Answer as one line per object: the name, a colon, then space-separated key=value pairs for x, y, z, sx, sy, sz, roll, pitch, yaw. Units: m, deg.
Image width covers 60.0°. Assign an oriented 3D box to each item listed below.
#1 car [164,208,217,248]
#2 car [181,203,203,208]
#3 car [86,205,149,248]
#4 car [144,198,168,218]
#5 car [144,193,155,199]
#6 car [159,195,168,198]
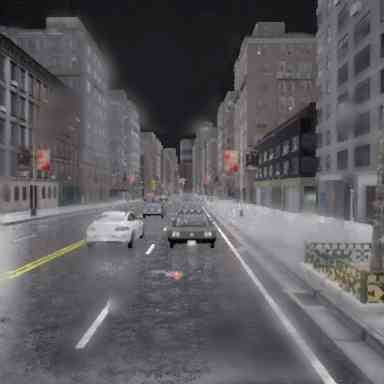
car: x=0.000 y=1.613 z=14.681 sx=1.895 sy=1.301 sz=4.718 roll=0 pitch=0 yaw=0
car: x=0.000 y=1.613 z=29.682 sx=1.895 sy=1.301 sz=4.718 roll=0 pitch=0 yaw=0
car: x=-3.250 y=1.529 z=14.651 sx=1.812 sy=1.442 sz=4.674 roll=0 pitch=0 yaw=0
car: x=-3.250 y=1.560 z=29.652 sx=2.033 sy=1.411 sz=5.357 roll=0 pitch=0 yaw=0
car: x=-9.749 y=1.179 z=76.693 sx=2.150 sy=2.045 sz=5.566 roll=0 pitch=0 yaw=0
car: x=-6.499 y=1.431 z=76.722 sx=1.882 sy=1.535 sz=5.008 roll=0 pitch=0 yaw=0
